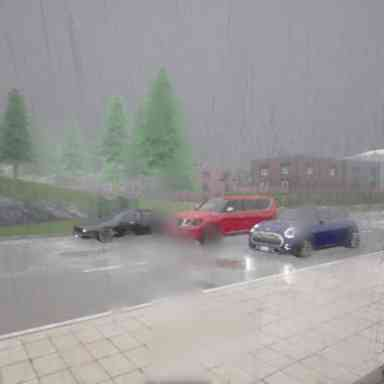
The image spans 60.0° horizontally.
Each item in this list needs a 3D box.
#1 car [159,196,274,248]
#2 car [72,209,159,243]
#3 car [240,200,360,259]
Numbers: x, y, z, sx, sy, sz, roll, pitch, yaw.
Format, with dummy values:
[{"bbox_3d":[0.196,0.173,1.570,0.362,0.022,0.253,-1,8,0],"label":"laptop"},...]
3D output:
[{"bbox_3d":[1.590,1.189,14.940,5.566,2.045,2.150,0,0,-35],"label":"car"},{"bbox_3d":[-2.875,1.524,16.060,5.357,1.411,2.033,0,0,-35],"label":"car"},{"bbox_3d":[4.286,1.317,12.557,4.553,1.767,2.097,0,0,-35],"label":"car"}]
